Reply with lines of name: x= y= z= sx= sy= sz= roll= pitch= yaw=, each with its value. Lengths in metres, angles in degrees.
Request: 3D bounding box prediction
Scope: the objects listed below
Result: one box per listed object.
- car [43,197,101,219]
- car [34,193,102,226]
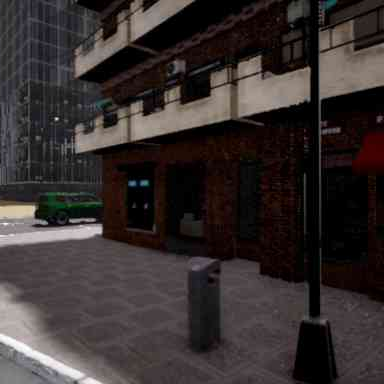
car: x=-9.836 y=1.256 z=27.461 sx=4.097 sy=1.590 sz=1.967 roll=-1 pitch=1 yaw=-41
car: x=-7.415 y=1.052 z=22.029 sx=5.566 sy=2.045 sz=2.150 roll=-1 pitch=0 yaw=-41
